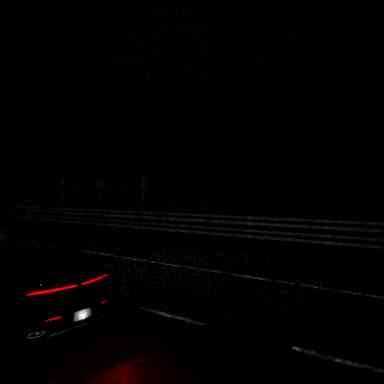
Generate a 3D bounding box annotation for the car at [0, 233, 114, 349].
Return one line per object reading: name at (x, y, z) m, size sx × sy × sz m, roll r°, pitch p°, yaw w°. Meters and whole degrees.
car at (-3.587, 1.533, 6.197) m, size 4.892 × 1.490 × 1.837 m, roll 0°, pitch 0°, yaw 34°
